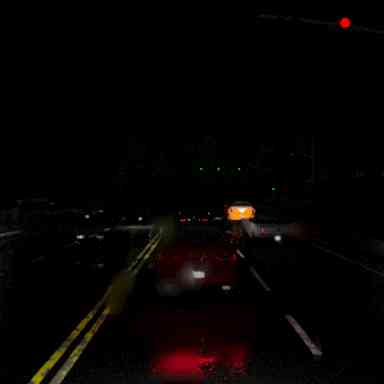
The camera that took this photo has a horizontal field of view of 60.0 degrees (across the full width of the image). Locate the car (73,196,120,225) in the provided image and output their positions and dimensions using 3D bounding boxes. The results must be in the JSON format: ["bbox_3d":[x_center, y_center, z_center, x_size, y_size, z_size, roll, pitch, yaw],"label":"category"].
[{"bbox_3d":[-6.969,1.301,24.945,2.150,2.045,5.566,0,-1,0],"label":"car"}]

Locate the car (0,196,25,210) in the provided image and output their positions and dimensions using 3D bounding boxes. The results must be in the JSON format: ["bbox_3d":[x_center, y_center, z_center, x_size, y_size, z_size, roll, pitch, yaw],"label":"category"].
[{"bbox_3d":[-21.981,1.325,36.458,5.566,2.045,2.150,0,0,-2],"label":"car"}]

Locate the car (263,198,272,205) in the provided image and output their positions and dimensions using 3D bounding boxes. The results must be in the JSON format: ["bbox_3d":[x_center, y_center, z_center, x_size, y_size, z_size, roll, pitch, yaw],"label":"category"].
[{"bbox_3d":[14.921,1.527,58.742,4.553,1.767,2.097,0,0,-2],"label":"car"}]

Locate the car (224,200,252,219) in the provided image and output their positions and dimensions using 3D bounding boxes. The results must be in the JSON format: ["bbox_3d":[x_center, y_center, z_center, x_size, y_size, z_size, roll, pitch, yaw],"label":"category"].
[{"bbox_3d":[3.728,1.431,26.657,2.097,1.767,4.553,0,0,1],"label":"car"}]

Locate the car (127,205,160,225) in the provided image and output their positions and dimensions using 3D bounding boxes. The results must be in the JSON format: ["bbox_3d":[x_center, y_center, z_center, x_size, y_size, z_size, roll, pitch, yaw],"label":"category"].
[{"bbox_3d":[-3.475,1.637,24.439,1.994,1.385,4.181,0,0,1],"label":"car"}]

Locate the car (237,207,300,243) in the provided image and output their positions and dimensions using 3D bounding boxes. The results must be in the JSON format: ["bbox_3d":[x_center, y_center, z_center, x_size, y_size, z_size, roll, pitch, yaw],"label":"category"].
[{"bbox_3d":[3.626,1.649,16.254,1.895,1.301,4.718,0,0,0],"label":"car"}]

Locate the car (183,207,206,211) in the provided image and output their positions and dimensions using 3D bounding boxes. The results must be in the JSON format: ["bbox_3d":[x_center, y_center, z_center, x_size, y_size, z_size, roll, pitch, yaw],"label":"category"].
[{"bbox_3d":[0.135,1.609,20.760,2.033,1.411,5.357,0,0,0],"label":"car"}]

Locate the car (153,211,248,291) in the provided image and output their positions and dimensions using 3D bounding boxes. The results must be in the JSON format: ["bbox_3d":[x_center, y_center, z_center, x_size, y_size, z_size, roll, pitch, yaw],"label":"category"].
[{"bbox_3d":[0.114,1.505,9.132,1.882,1.535,5.008,0,0,0],"label":"car"}]

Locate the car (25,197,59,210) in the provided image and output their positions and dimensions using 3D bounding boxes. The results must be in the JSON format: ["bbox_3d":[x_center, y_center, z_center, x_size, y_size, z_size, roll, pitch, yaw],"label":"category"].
[{"bbox_3d":[-19.934,1.476,43.522,4.553,1.767,2.097,0,0,-2],"label":"car"}]

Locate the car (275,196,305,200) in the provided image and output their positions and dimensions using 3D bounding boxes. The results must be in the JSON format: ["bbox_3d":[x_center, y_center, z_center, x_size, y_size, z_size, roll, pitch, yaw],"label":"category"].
[{"bbox_3d":[15.859,1.632,51.771,5.008,1.535,1.882,0,0,-2],"label":"car"}]
